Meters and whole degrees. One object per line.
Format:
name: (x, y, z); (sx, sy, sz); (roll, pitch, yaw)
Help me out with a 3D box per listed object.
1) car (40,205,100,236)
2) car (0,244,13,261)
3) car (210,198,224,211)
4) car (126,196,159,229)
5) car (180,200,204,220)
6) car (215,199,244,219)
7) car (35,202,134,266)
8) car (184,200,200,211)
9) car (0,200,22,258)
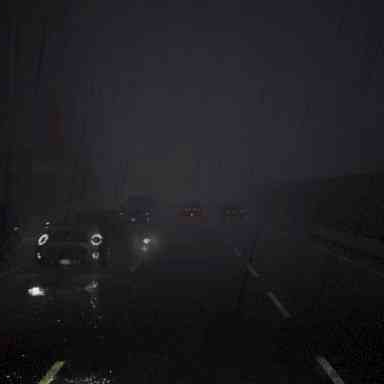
car: (-7.089, 1.596, 19.941); (1.837, 1.490, 4.892); (0, 0, 0)
car: (-3.599, 1.503, 2.172); (2.128, 1.511, 4.902); (0, 0, 0)
car: (3.551, 1.553, 44.648); (2.097, 1.767, 4.553); (0, 0, 0)
car: (-3.501, 1.314, 22.670); (2.150, 2.045, 5.566); (0, 0, 0)
car: (0.011, 1.641, 30.052); (1.837, 1.490, 4.892); (0, 0, 0)
car: (3.605, 1.686, 30.661); (2.033, 1.411, 5.357); (0, 0, 0)
car: (-3.598, 1.406, 11.674); (2.097, 1.767, 4.553); (0, 0, 0)
car: (0.051, 1.764, 44.063); (1.994, 1.385, 4.181); (0, 0, 0)
car: (-7.100, 1.266, 9.547); (2.150, 2.045, 5.566); (0, 0, 0)
